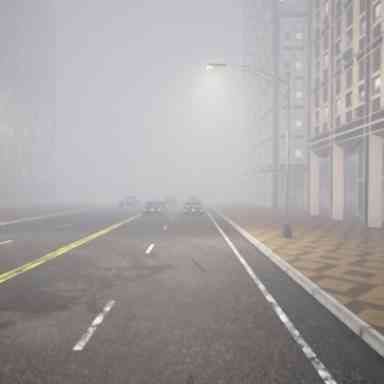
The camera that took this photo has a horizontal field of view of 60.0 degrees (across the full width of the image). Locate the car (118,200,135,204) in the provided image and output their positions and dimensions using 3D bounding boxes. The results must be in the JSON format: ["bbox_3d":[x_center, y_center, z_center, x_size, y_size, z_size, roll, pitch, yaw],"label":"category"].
[{"bbox_3d":[-6.499,1.020,35.292,2.033,1.411,5.357,0,0,0],"label":"car"}]

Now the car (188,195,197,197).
[{"bbox_3d":[0.102,1.300,50.866,1.837,1.490,4.892,0,-1,0],"label":"car"}]

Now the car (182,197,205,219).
[{"bbox_3d":[0.101,1.441,28.141,2.033,1.411,5.357,0,0,0],"label":"car"}]

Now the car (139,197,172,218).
[{"bbox_3d":[-3.148,1.438,28.878,2.033,1.411,5.357,0,0,0],"label":"car"}]

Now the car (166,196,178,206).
[{"bbox_3d":[-3.149,1.284,49.176,1.882,1.535,5.008,0,0,0],"label":"car"}]
